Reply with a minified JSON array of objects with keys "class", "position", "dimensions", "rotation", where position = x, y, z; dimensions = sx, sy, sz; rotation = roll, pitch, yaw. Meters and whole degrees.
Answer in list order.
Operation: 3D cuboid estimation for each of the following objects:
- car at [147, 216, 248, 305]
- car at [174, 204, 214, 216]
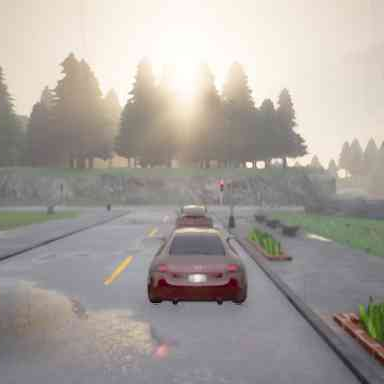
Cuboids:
[{"class":"car","position":[0.105,1.524,8.051],"dimensions":[1.994,1.385,4.181],"rotation":[0,0,0]},{"class":"car","position":[0.113,1.418,17.617],"dimensions":[1.837,1.490,4.892],"rotation":[0,0,0]}]
